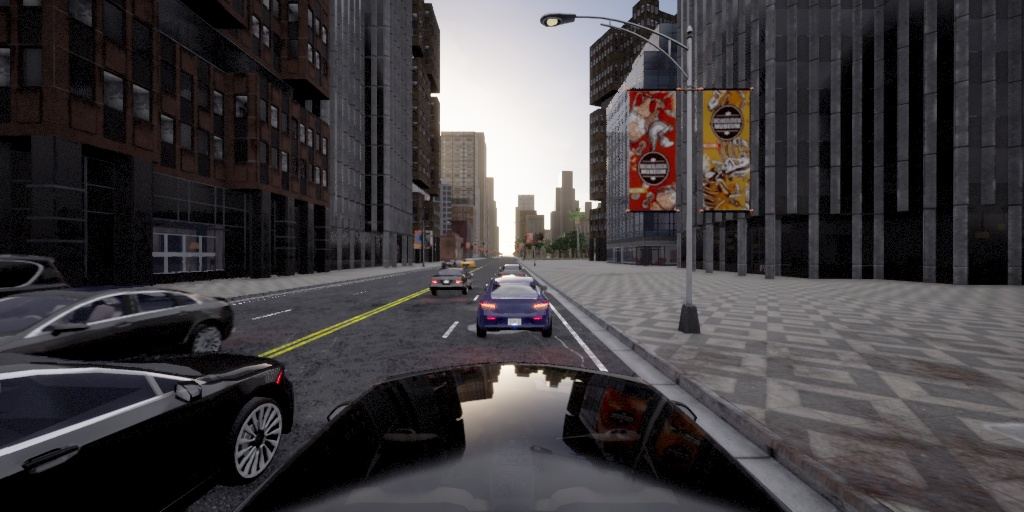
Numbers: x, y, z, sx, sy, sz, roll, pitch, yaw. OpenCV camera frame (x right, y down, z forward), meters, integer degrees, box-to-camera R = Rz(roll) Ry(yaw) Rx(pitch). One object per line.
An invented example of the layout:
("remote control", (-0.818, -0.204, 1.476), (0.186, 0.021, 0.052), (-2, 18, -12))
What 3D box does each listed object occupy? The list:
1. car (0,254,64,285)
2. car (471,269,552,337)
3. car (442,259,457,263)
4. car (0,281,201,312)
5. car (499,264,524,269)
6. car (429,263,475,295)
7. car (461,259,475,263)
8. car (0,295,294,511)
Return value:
("car", (-9.863, 0.971, 4.912), (2.150, 2.045, 5.566), (0, 0, 0))
("car", (0.048, 1.274, 10.151), (1.812, 1.442, 4.674), (0, 0, 0))
("car", (-10.041, 1.223, 57.563), (2.033, 1.411, 5.357), (0, 0, 0))
("car", (-6.613, 1.241, 5.332), (2.128, 1.511, 4.902), (0, 0, 0))
("car", (-0.024, 1.306, 26.840), (1.994, 1.385, 4.181), (0, 0, 0))
("car", (-3.230, 1.292, 19.769), (2.033, 1.411, 5.357), (0, 0, -2))
("car", (-6.804, 1.160, 55.256), (1.882, 1.535, 5.008), (0, 0, 0))
("car", (-3.149, 1.242, 1.731), (2.128, 1.511, 4.902), (0, 0, 0))
